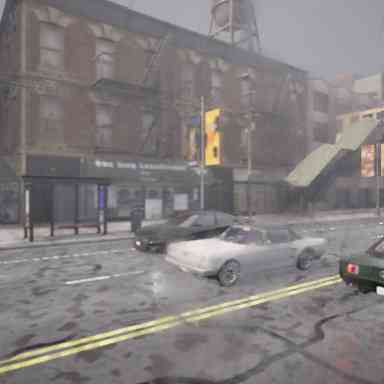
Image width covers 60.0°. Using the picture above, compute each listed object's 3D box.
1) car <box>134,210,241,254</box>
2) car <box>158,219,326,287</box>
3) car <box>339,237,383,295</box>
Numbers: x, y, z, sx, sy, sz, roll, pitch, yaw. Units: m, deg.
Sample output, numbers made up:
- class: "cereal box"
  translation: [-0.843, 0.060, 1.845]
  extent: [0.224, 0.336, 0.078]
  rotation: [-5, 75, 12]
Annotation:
- class: "car"
  translation: [0.228, 1.473, 12.701]
  extent: [5.008, 1.535, 1.882]
  rotation: [0, 0, -35]
- class: "car"
  translation: [1.639, 1.603, 9.416]
  extent: [4.718, 1.301, 1.895]
  rotation: [0, 0, -35]
- class: "car"
  translation: [5.489, 1.618, 7.591]
  extent: [4.718, 1.301, 1.895]
  rotation: [0, 0, -35]
